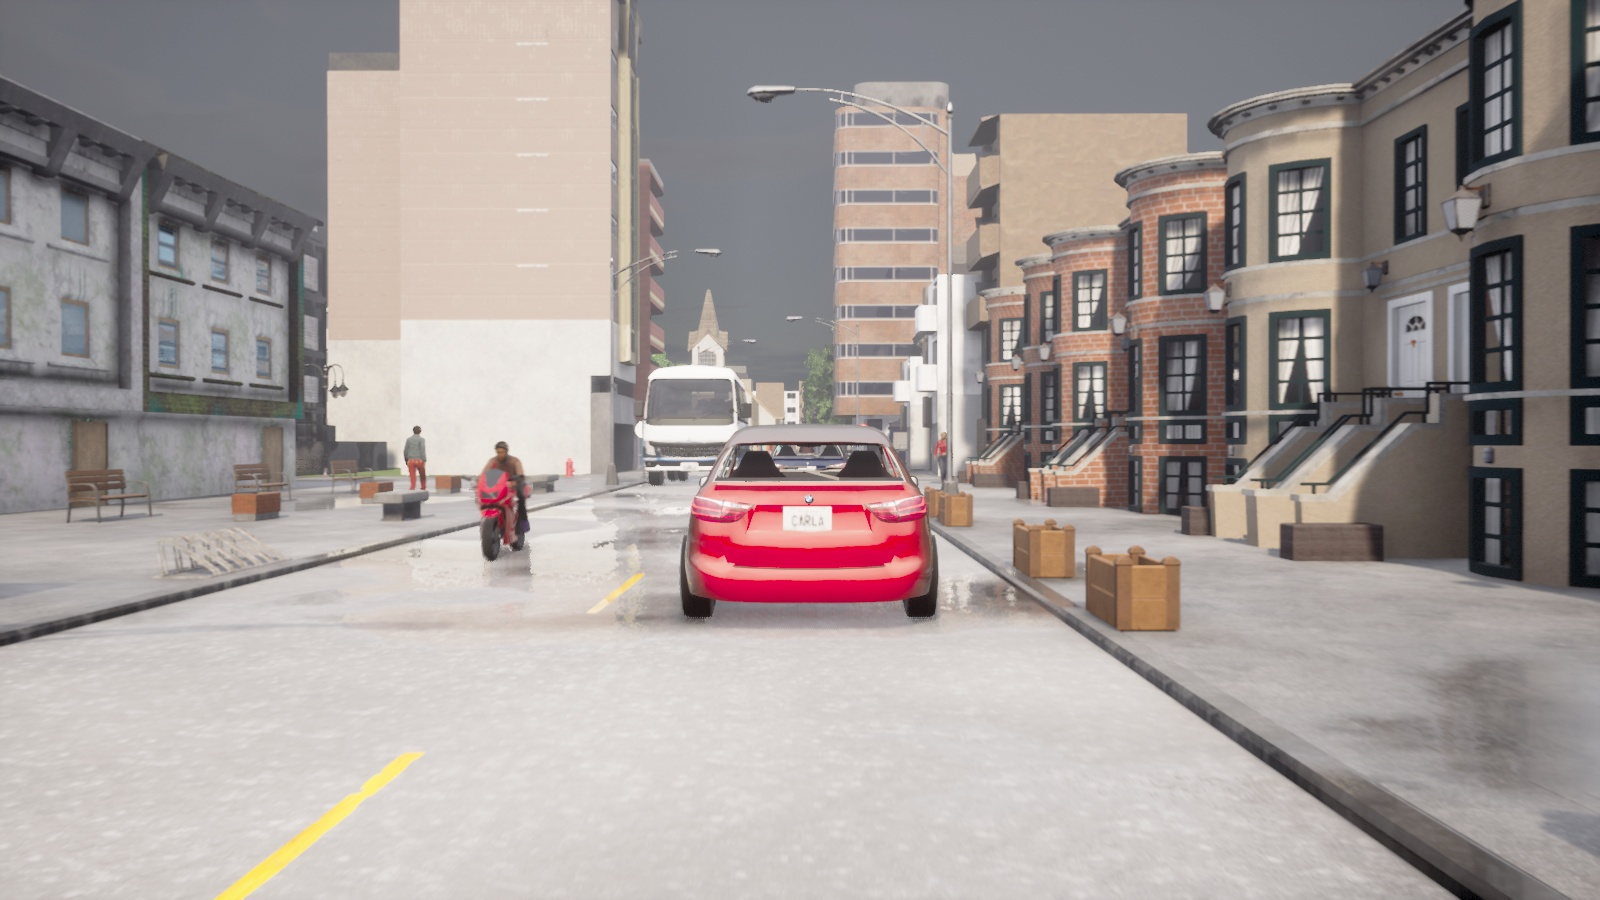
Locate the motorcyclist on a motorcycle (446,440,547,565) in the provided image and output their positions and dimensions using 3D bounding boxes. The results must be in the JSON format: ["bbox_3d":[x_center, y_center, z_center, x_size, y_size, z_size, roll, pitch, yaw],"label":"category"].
[{"bbox_3d":[-3.891,0.634,16.267,0.797,1.523,2.044,0,0,0],"label":"motorcyclist on a motorcycle"}]

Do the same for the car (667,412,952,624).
[{"bbox_3d":[0.086,0.522,12.200,2.242,1.667,4.611,0,0,0],"label":"car"}]

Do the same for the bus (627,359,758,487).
[{"bbox_3d":[-3.740,-0.897,46.801,3.944,4.253,10.273,0,0,0],"label":"bus"}]

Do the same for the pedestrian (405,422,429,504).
[{"bbox_3d":[-8.725,0.288,28.595,0.353,1.847,0.614,0,0,2],"label":"pedestrian"}]

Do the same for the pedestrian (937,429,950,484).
[{"bbox_3d":[4.818,0.222,42.168,0.331,1.846,0.636,0,0,0],"label":"pedestrian"}]
